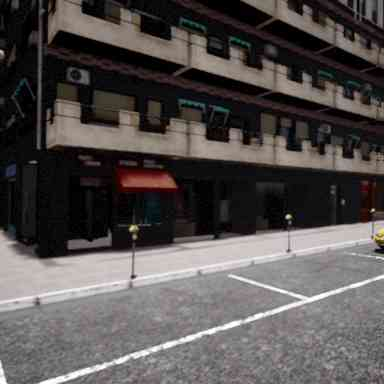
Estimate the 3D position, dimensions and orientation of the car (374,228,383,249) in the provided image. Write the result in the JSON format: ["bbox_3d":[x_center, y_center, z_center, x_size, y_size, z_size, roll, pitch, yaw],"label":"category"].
[{"bbox_3d":[8.865,1.445,12.868,4.829,1.417,1.752,0,1,-35],"label":"car"}]
